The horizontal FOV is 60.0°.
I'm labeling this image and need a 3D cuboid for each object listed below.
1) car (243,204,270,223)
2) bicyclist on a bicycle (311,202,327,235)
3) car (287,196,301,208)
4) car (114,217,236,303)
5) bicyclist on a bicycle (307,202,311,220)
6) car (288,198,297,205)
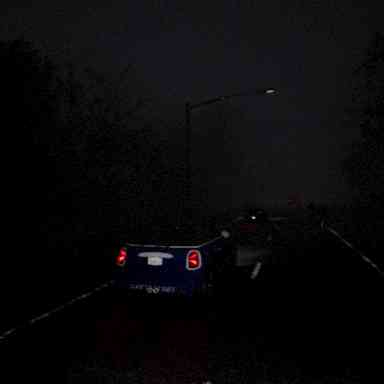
[{"bbox_3d":[5.432,1.743,27.983,1.837,1.490,4.892,-1,-1,16],"label":"car"},{"bbox_3d":[7.354,1.503,18.940,0.659,1.776,1.843,-1,0,16],"label":"bicyclist on a bicycle"},{"bbox_3d":[17.824,1.663,58.162,2.150,2.045,5.566,-1,-1,16],"label":"car"},{"bbox_3d":[-0.147,1.440,8.759,2.097,1.767,4.553,-1,-1,16],"label":"car"},{"bbox_3d":[9.811,1.651,27.400,0.582,1.620,1.656,-1,-1,16],"label":"bicyclist on a bicycle"},{"bbox_3d":[21.458,2.070,70.997,1.812,1.442,4.674,-1,-1,16],"label":"car"}]
